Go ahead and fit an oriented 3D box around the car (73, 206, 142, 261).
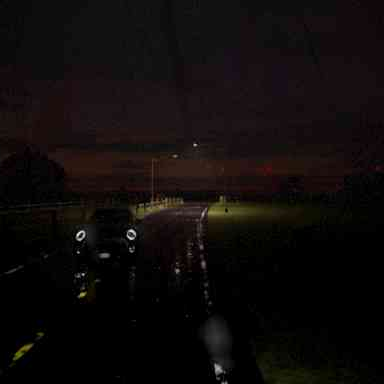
[{"bbox_3d":[-2.983,1.374,12.459,2.097,1.767,4.553,0,0,-8],"label":"car"}]
